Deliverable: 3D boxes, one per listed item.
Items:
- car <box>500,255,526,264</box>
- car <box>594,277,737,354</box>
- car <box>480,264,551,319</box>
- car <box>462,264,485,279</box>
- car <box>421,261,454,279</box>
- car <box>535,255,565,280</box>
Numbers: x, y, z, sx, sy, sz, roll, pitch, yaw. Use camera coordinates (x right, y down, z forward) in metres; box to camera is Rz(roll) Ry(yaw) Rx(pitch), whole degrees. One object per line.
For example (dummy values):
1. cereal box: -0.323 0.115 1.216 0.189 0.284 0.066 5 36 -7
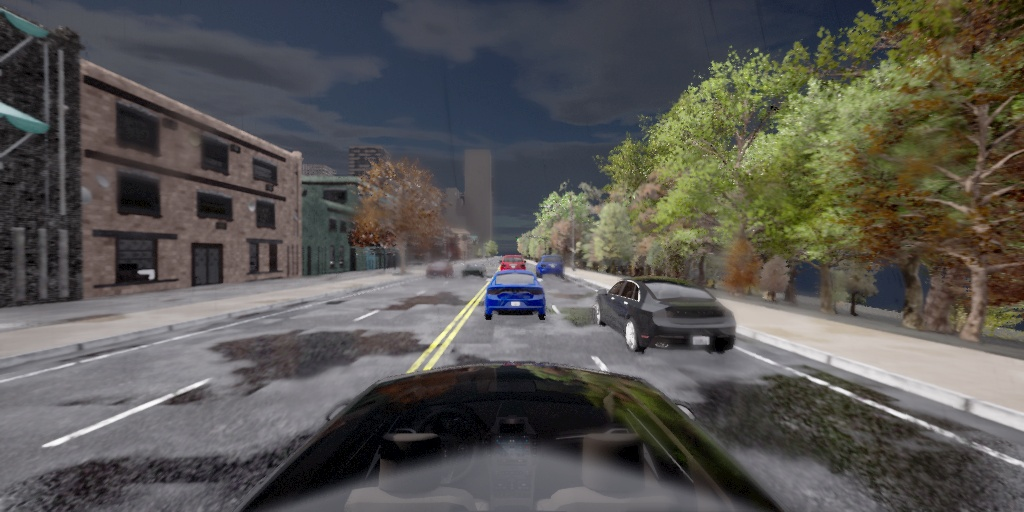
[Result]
1. car: 0.096 0.967 31.853 2.150 2.045 5.566 0 0 0
2. car: 3.351 1.254 8.766 1.837 1.490 4.892 0 0 0
3. car: 0.103 1.226 12.801 1.882 1.535 5.008 0 0 0
4. car: -3.359 1.346 32.343 1.895 1.301 4.718 0 0 0
5. car: -6.613 1.223 33.200 1.882 1.535 5.008 0 0 0
6. car: 3.346 0.966 31.913 2.150 2.045 5.566 0 0 0
